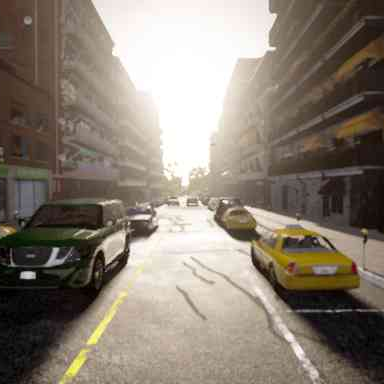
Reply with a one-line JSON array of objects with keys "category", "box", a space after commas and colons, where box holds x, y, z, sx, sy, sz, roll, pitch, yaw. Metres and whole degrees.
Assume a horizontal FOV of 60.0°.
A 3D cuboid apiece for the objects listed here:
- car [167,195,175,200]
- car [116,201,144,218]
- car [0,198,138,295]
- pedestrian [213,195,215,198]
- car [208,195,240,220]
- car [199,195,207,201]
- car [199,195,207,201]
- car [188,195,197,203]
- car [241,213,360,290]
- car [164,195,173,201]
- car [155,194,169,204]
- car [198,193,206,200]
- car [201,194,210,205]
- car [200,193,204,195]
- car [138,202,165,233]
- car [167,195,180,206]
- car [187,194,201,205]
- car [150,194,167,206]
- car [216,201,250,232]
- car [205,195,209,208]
[{"category": "car", "box": [-5.624, 1.512, 91.584, 1.887, 1.381, 4.507, -1, 0, 0]}, {"category": "car", "box": [-5.677, 1.570, 30.819, 1.802, 1.307, 4.206, -1, 0, 0]}, {"category": "car", "box": [-3.090, 1.217, 9.030, 2.150, 2.045, 5.566, 0, 0, 0]}, {"category": "pedestrian", "box": [3.041, 1.280, 46.012, 0.375, 1.860, 0.375, -1, 1, 0]}, {"category": "car", "box": [2.698, 1.308, 25.334, 2.192, 1.841, 5.009, -1, 0, 0]}, {"category": "car", "box": [2.752, 1.554, 86.101, 1.802, 1.307, 4.206, -1, 0, 0]}, {"category": "car", "box": [2.746, 1.500, 80.746, 1.752, 1.417, 4.829, -1, 0, 0]}, {"category": "car", "box": [0.060, 1.393, 68.704, 1.882, 1.535, 5.008, 0, 0, 0]}, {"category": "car", "box": [2.650, 1.523, 8.932, 1.752, 1.417, 4.829, -1, 0, 0]}, {"category": "car", "box": [-5.633, 1.522, 80.535, 2.008, 1.369, 4.403, -1, 0, 0]}, {"category": "car", "box": [-5.652, 1.292, 63.962, 2.192, 1.841, 5.009, -1, 0, 0]}, {"category": "car", "box": [2.752, 1.286, 91.625, 2.192, 1.841, 5.009, -1, 0, 0]}, {"category": "car", "box": [2.727, 1.548, 58.479, 1.947, 1.339, 4.313, -1, 0, 0]}, {"category": "car", "box": [2.728, 1.295, 64.003, 2.192, 1.841, 5.009, -1, 0, 0]}, {"category": "car", "box": [-3.039, 1.540, 19.689, 2.033, 1.411, 5.357, 0, 0, 0]}, {"category": "car", "box": [-3.013, 1.507, 54.457, 1.812, 1.442, 4.674, 0, 0, 1]}, {"category": "car", "box": [0.049, 1.479, 56.614, 2.128, 1.511, 4.902, 0, 0, 0]}, {"category": "car", "box": [-5.658, 1.531, 52.916, 2.008, 1.369, 4.403, -1, 0, 0]}, {"category": "car", "box": [2.702, 1.520, 19.980, 1.752, 1.417, 4.829, -1, 0, 0]}, {"category": "car", "box": [3.037, 1.513, 43.191, 1.812, 1.442, 4.674, 0, 0, 0]}]
